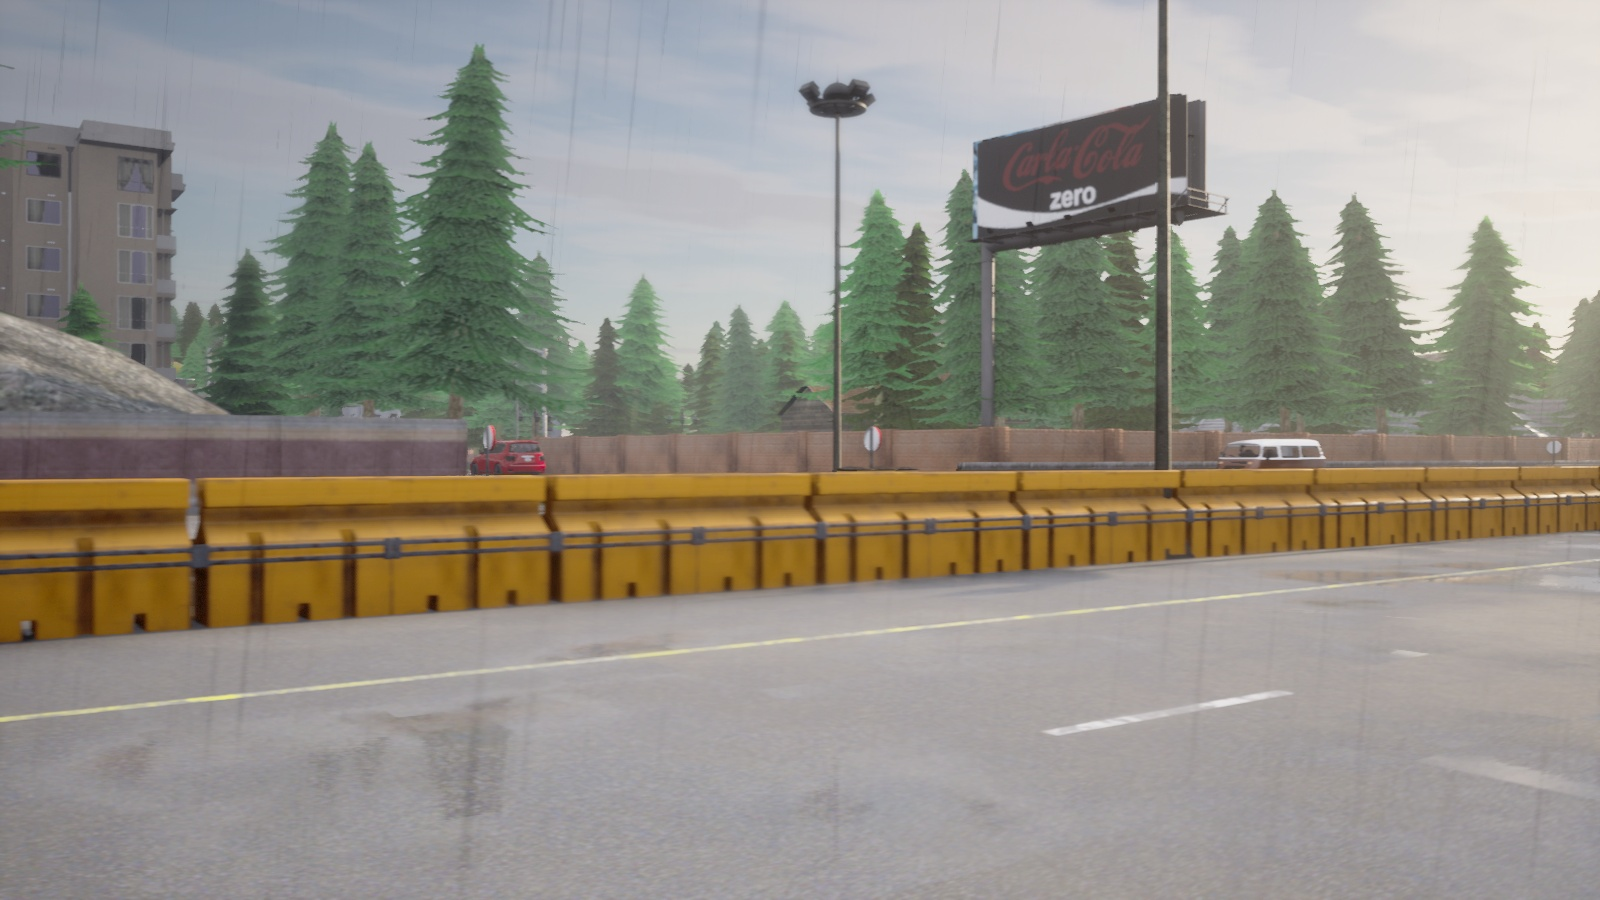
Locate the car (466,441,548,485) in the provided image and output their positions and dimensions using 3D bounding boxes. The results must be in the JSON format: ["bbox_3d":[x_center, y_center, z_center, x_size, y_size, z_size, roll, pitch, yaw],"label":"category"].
[{"bbox_3d":[-14.532,0.622,61.986,2.150,2.045,5.566,0,0,-34],"label":"car"}]

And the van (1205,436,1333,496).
[{"bbox_3d":[16.791,0.541,44.882,4.480,2.038,2.069,0,0,-34],"label":"van"}]
